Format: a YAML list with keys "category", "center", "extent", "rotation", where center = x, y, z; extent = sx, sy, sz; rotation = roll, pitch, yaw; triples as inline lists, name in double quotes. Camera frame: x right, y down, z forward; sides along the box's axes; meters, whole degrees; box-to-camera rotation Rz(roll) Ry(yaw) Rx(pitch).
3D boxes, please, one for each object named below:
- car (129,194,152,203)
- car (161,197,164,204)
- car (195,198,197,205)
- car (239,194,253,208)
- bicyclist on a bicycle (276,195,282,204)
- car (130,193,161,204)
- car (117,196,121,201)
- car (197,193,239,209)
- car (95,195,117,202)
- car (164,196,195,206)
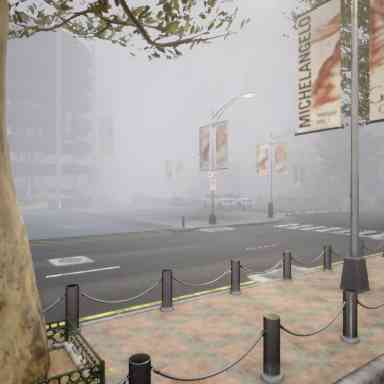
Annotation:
- category: "car"
  center: [-11.237, 1.355, 72.586]
  extent: [4.553, 1.767, 2.097]
  rotation: [0, 0, 26]
- category: "car"
  center: [-5.765, 1.601, 63.974]
  extent: [4.718, 1.301, 1.895]
  rotation: [0, 0, 43]
- category: "car"
  center: [0.715, 1.601, 56.502]
  extent: [1.895, 1.301, 4.718]
  rotation: [0, 0, -37]
- category: "car"
  center: [6.425, 1.221, 48.576]
  extent: [2.150, 2.045, 5.566]
  rotation: [0, 0, -35]
- category: "bicyclist on a bicycle"
  center: [15.736, 1.300, 60.476]
  extent: [1.656, 1.620, 0.582]
  rotation: [0, 0, -36]
- category: "car"
  center: [-9.088, 1.221, 62.283]
  extent: [5.566, 2.045, 2.150]
  rotation: [0, 0, 40]
- category: "car"
  center: [-19.513, 1.418, 79.668]
  extent: [5.008, 1.535, 1.882]
  rotation: [0, 0, 12]
- category: "car"
  center: [3.569, 1.221, 46.552]
  extent: [2.150, 2.045, 5.566]
  rotation: [0, 0, -35]
- category: "car"
  center: [-20.478, 1.450, 76.304]
  extent: [4.892, 1.490, 1.837]
  rotation: [0, 0, 12]
- category: "car"
  center: [-2.147, 1.505, 54.463]
  extent: [1.837, 1.490, 4.892]
  rotation: [0, 0, -37]
